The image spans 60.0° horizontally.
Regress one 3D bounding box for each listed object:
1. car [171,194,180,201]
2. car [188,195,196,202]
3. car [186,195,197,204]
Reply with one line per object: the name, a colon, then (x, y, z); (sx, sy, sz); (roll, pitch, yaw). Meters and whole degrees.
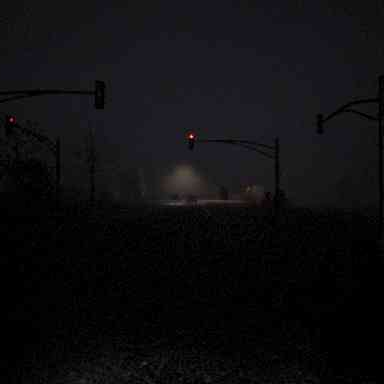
car: (-3.565, 1.195, 72.195); (1.837, 1.490, 4.892); (0, 0, 0)
car: (-0.070, 1.425, 78.028); (1.837, 1.490, 4.892); (0, 0, 0)
car: (-0.061, 1.424, 67.993); (2.097, 1.767, 4.553); (0, 0, 0)
